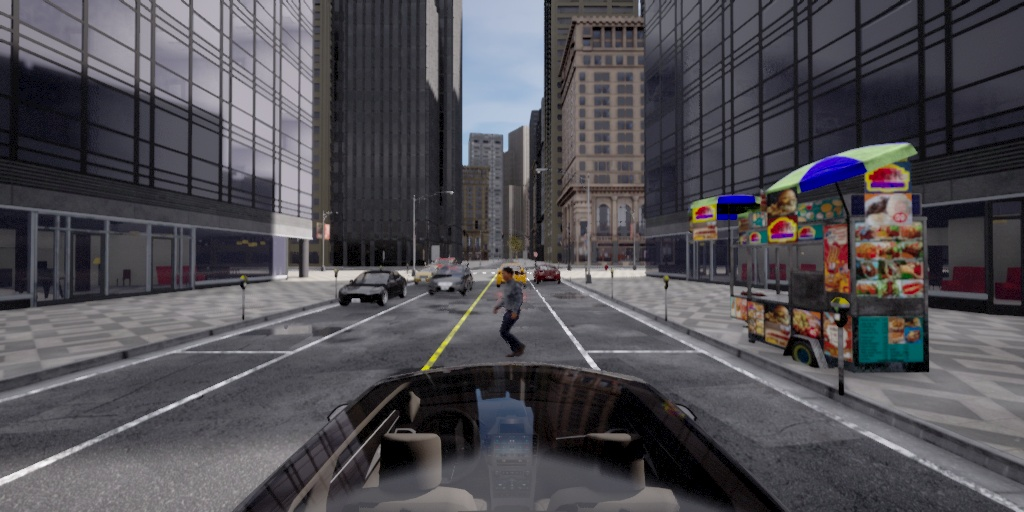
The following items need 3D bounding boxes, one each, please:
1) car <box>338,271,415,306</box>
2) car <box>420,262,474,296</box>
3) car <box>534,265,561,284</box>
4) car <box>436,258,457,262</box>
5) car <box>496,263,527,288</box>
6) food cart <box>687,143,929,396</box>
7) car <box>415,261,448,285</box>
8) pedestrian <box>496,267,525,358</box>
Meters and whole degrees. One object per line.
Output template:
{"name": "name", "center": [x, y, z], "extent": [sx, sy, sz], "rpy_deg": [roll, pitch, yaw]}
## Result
{"name": "car", "center": [-5.914, 1.316, 15.731], "extent": [1.948, 1.339, 4.313], "rpy_deg": [0, 0, 0]}
{"name": "car", "center": [-3.169, 1.246, 19.343], "extent": [2.128, 1.511, 4.902], "rpy_deg": [0, 0, 0]}
{"name": "car", "center": [2.566, 1.311, 26.682], "extent": [1.888, 1.381, 4.507], "rpy_deg": [0, 0, 0]}
{"name": "car", "center": [-5.981, 1.092, 32.108], "extent": [2.192, 1.841, 5.009], "rpy_deg": [0, 0, 0]}
{"name": "car", "center": [-0.024, 1.239, 24.208], "extent": [1.882, 1.535, 5.008], "rpy_deg": [0, 0, 0]}
{"name": "food cart", "center": [5.614, 0.213, 7.211], "extent": [2.280, 3.560, 4.660], "rpy_deg": [0, 0, 0]}
{"name": "car", "center": [-5.958, 1.291, 26.479], "extent": [1.751, 1.417, 4.829], "rpy_deg": [0, 0, 0]}
{"name": "pedestrian", "center": [-0.017, 1.041, 6.963], "extent": [0.375, 1.860, 0.375], "rpy_deg": [1, -1, -18]}
